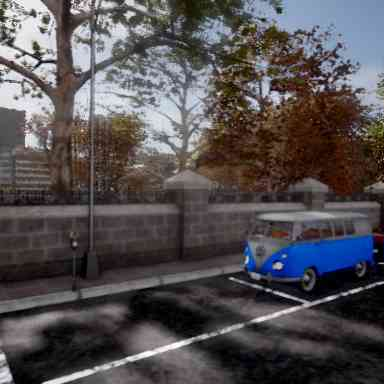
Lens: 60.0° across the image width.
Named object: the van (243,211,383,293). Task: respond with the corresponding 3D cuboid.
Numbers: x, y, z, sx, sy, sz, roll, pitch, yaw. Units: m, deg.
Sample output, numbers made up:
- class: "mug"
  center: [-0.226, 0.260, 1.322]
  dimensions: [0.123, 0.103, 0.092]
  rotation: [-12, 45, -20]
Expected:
- class: "van"
  center: [3.170, 1.422, 8.827]
  dimensions: [3.998, 1.788, 1.690]
  rotation: [1, 0, -36]
